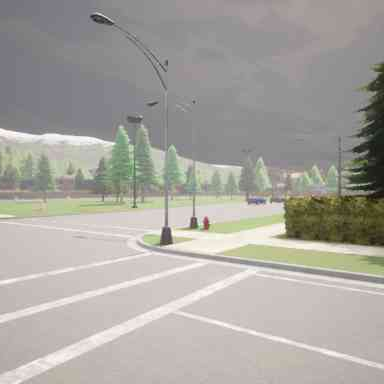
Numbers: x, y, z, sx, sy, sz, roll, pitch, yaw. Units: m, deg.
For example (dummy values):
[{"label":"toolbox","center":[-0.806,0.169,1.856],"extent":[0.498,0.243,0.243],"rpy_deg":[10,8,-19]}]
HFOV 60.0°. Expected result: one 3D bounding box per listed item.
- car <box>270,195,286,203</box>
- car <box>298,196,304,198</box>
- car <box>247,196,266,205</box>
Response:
[{"label":"car","center":[17.536,1.352,67.396],"extent":[2.097,1.767,4.553],"rpy_deg":[0,0,36]},{"label":"car","center":[18.756,1.477,57.136],"extent":[1.882,1.535,5.008],"rpy_deg":[0,0,36]},{"label":"car","center":[11.588,1.476,59.169],"extent":[1.882,1.535,5.008],"rpy_deg":[0,0,36]}]
